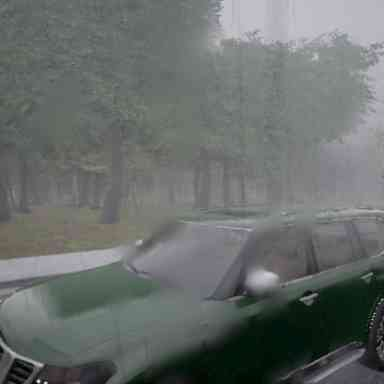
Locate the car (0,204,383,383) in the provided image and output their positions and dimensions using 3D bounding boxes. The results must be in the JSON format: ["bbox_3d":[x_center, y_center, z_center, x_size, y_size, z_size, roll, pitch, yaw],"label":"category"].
[{"bbox_3d":[0.607,1.216,4.111,5.566,2.045,2.150,0,0,-36],"label":"car"}]
